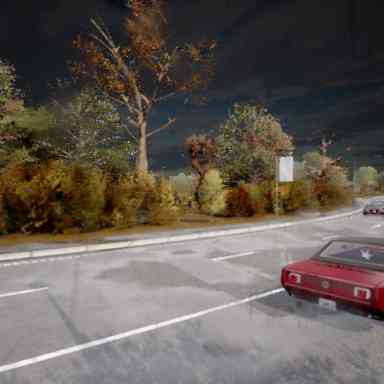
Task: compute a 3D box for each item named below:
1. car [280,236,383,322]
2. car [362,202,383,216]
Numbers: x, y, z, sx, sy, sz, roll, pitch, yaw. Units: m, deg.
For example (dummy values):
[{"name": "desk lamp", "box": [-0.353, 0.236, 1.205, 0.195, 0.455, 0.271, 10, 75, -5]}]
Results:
[{"name": "car", "box": [4.023, 1.613, 7.067, 4.718, 1.301, 1.895, 0, 0, -39]}, {"name": "car", "box": [17.585, 1.599, 31.545, 1.994, 1.385, 4.181, 0, 0, 37]}]
